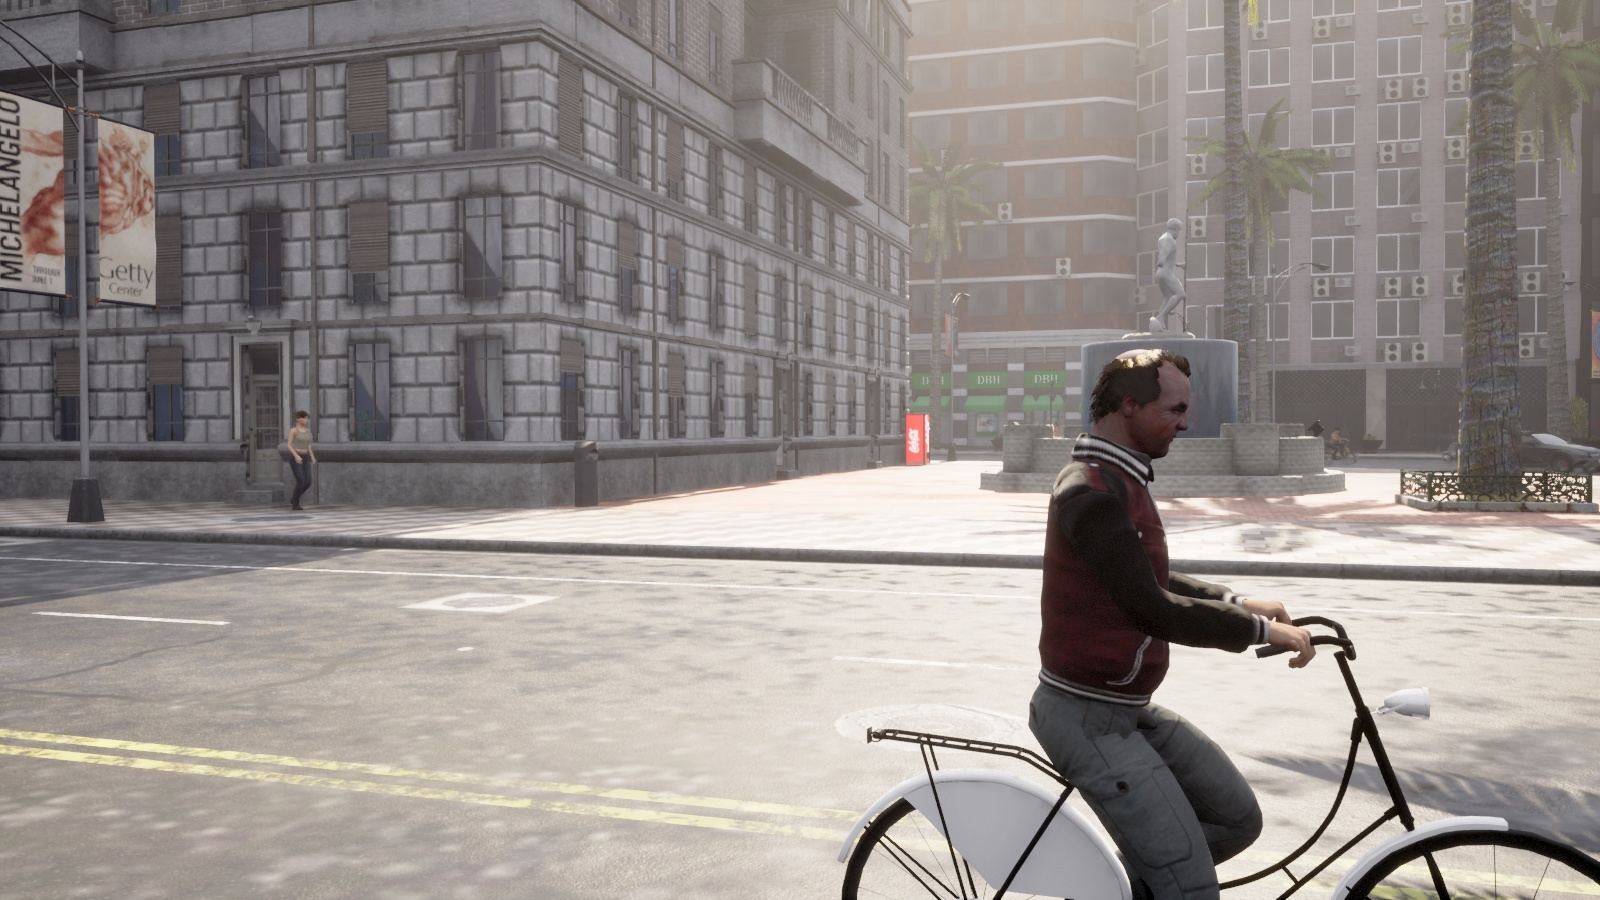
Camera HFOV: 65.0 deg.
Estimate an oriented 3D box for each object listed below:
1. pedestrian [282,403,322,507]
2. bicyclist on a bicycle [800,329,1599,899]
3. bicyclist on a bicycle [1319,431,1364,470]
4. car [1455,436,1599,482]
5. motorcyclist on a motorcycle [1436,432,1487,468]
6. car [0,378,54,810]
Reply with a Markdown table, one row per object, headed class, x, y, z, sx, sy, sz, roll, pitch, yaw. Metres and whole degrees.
| class | x | y | z | sx | sy | sz | roll | pitch | yaw |
| --- | --- | --- | --- | --- | --- | --- | --- | --- | --- |
| pedestrian | -8.917 | 0.090 | 22.482 | 0.594 | 1.836 | 0.345 | 1 | 1 | 24 |
| bicyclist on a bicycle | 0.978 | 0.655 | 2.875 | 1.843 | 1.776 | 0.659 | 0 | 1 | 19 |
| bicyclist on a bicycle | 22.853 | 0.000 | 53.031 | 0.866 | 1.612 | 1.509 | -1 | 1 | -40 |
| car | 25.176 | 0.258 | 43.027 | 1.812 | 1.442 | 4.674 | 0 | 1 | -27 |
| motorcyclist on a motorcycle | 29.479 | -0.005 | 55.954 | 0.866 | 1.590 | 1.817 | -1 | 1 | -37 |
| car | -5.684 | 0.582 | 5.087 | 4.553 | 1.767 | 2.097 | 1 | 1 | 18 |
